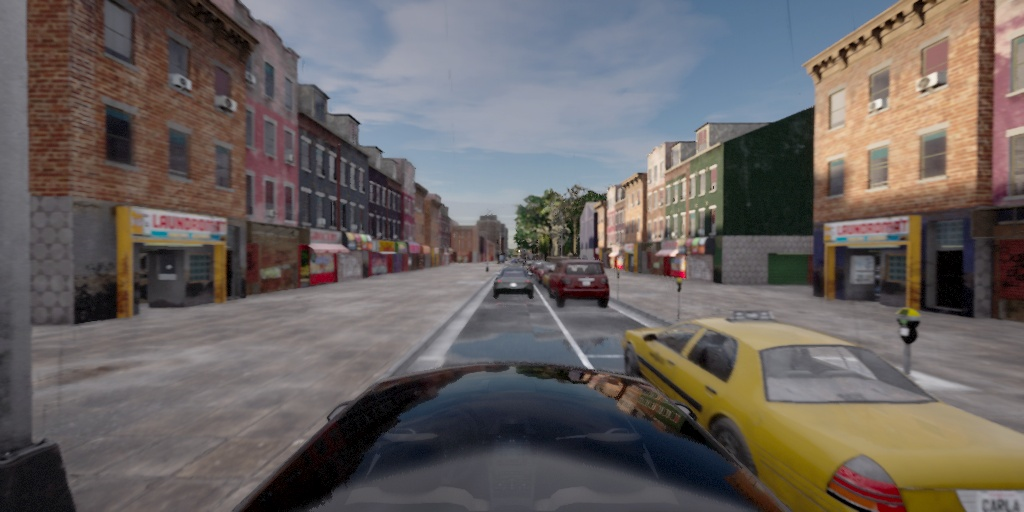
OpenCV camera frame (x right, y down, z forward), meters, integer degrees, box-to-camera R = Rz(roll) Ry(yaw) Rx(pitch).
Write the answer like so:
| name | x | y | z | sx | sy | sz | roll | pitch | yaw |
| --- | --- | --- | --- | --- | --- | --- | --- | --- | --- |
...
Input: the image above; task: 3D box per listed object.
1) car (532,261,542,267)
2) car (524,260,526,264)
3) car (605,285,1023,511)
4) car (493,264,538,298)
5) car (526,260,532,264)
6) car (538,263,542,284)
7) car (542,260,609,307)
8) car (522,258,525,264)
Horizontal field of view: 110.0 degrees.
| name | x | y | z | sx | sy | sz | roll | pitch | yaw |
| --- | --- | --- | --- | --- | --- | --- | --- | --- | --- |
| car | 2.763 | 1.191 | 26.543 | 1.967 | 1.591 | 4.097 | 0 | 0 | 0 |
| car | 2.859 | 1.318 | 43.408 | 2.007 | 1.370 | 4.403 | 0 | 0 | 0 |
| car | 2.636 | 1.286 | 4.225 | 1.751 | 1.417 | 4.829 | 0 | 0 | 0 |
| car | 0.084 | 1.302 | 18.597 | 1.994 | 1.385 | 4.181 | 0 | 0 | 0 |
| car | 2.827 | 1.199 | 37.788 | 1.967 | 1.591 | 4.097 | 0 | 0 | 0 |
| car | 2.732 | 1.276 | 21.091 | 1.751 | 1.417 | 4.829 | 0 | 0 | 0 |
| car | 2.699 | 1.067 | 15.299 | 2.192 | 1.841 | 5.009 | 0 | 0 | 0 |
| car | 2.923 | 1.339 | 54.652 | 2.007 | 1.370 | 4.403 | 0 | 0 | 0 |
